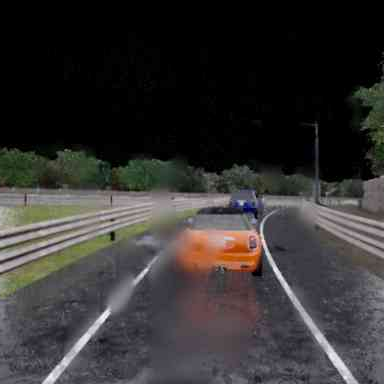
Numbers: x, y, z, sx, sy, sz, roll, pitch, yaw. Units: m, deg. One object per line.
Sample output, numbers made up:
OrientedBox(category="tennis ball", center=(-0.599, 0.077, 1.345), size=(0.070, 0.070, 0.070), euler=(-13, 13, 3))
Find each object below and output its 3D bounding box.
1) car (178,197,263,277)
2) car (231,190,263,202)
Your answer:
OrientedBox(category="car", center=(0.898, 1.216, 10.013), size=(2.097, 1.767, 4.553), euler=(0, 1, 7))
OrientedBox(category="car", center=(4.303, 0.902, 26.275), size=(2.150, 2.045, 5.566), euler=(-1, 0, 17))
